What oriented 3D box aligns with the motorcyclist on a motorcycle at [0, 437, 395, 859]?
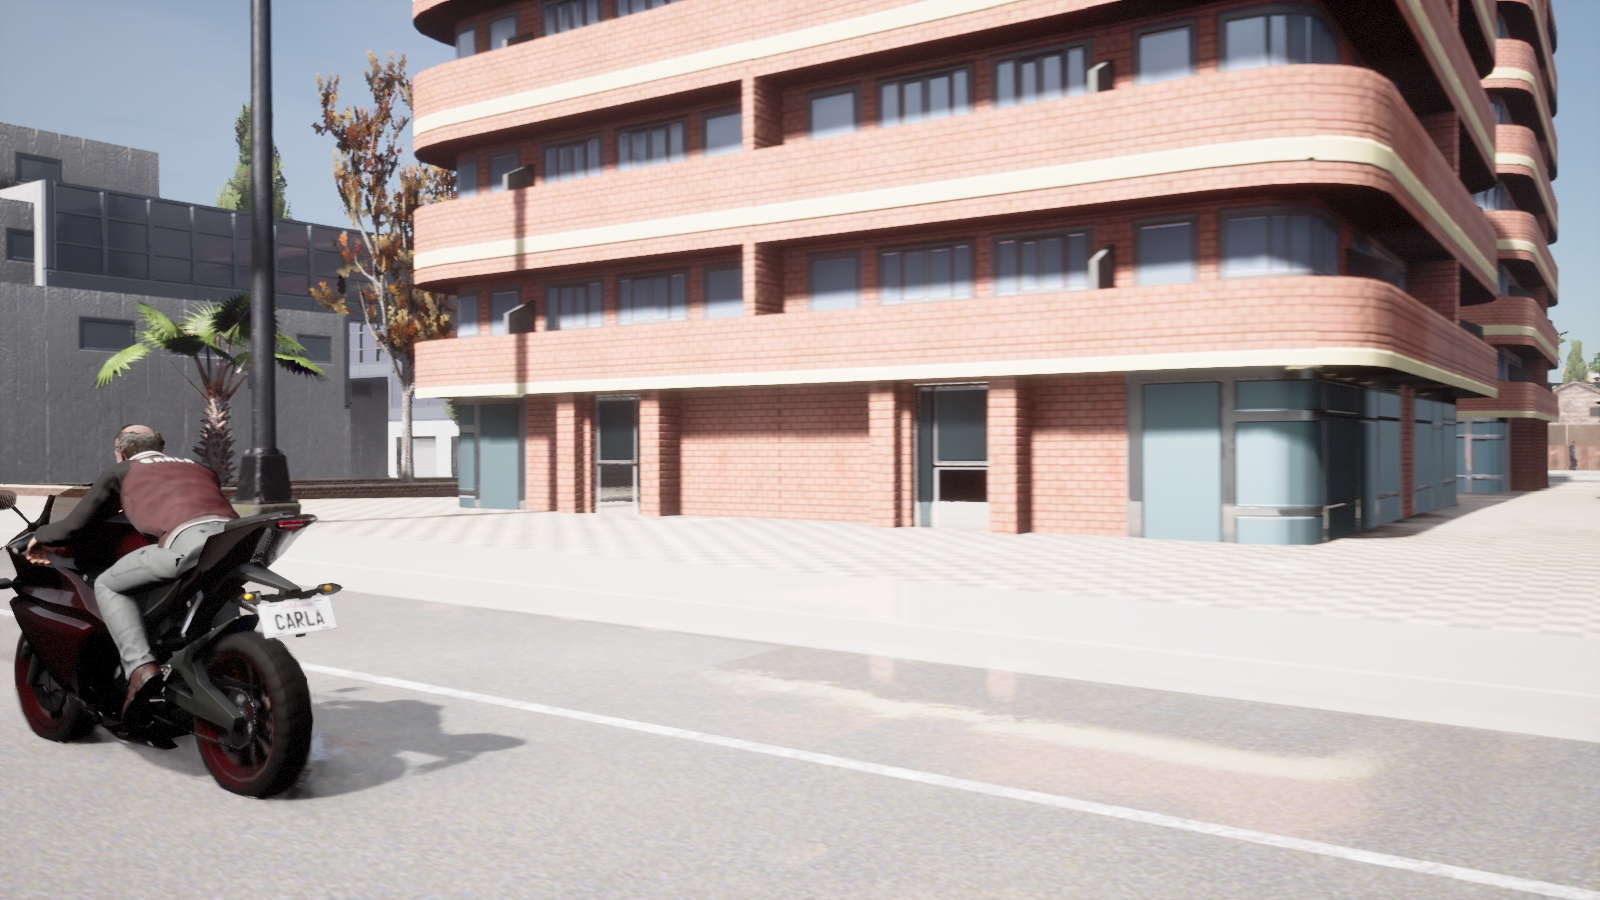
[{"bbox_3d":[-2.864,0.718,5.531,2.191,1.530,0.866,0,1,34],"label":"motorcyclist on a motorcycle"}]
